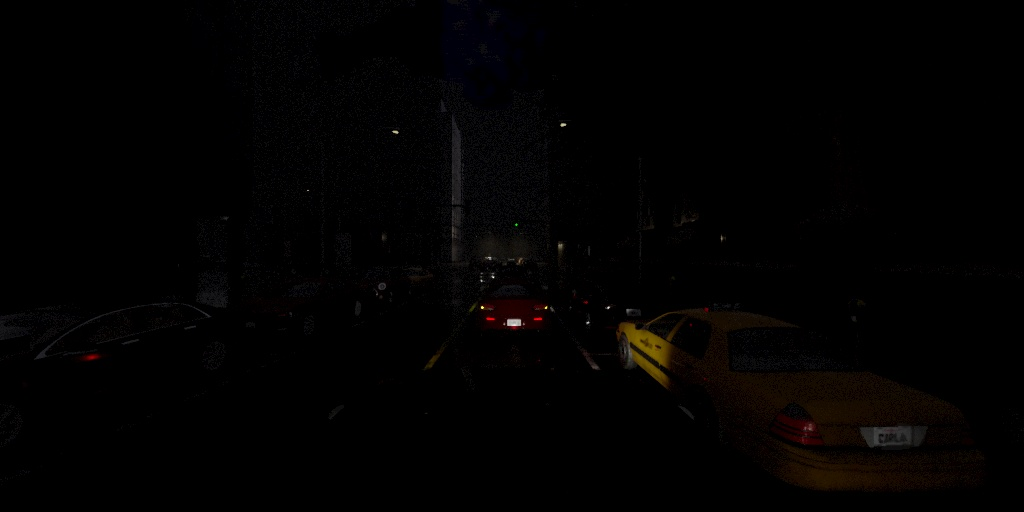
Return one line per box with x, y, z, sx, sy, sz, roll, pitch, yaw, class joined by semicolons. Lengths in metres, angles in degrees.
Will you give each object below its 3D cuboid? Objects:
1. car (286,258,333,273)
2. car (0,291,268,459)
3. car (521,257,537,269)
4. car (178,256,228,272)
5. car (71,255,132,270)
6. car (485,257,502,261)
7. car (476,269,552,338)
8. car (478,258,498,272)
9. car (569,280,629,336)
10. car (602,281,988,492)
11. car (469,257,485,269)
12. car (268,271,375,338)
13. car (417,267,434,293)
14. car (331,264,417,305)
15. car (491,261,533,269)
-17.858;0.937;32.540;4.892;1.490;1.837;1;0;0;car
-5.765;1.300;4.726;2.007;1.370;4.403;0;0;0;car
2.702;1.202;53.077;1.967;1.591;4.097;0;0;0;car
-27.357;0.752;32.511;4.892;1.490;1.837;1;0;0;car
-37.280;0.622;32.486;4.181;1.385;1.994;1;0;-1;car
-3.152;1.328;57.882;1.994;1.385;4.181;0;0;0;car
0.061;1.276;10.072;1.812;1.442;4.674;0;0;0;car
-3.153;1.286;47.915;1.812;1.442;4.674;0;0;0;car
2.754;1.316;10.195;1.948;1.339;4.313;0;0;0;car
2.760;1.275;4.908;1.751;1.417;4.829;0;0;0;car
-5.830;1.079;58.504;2.192;1.841;5.009;0;0;0;car
-5.772;1.295;10.183;1.888;1.381;4.507;0;0;0;car
-5.785;1.277;20.926;1.751;1.417;4.829;0;0;0;car
-5.778;1.191;15.640;1.967;1.591;4.097;0;0;0;car
0.014;1.258;20.132;1.837;1.490;4.892;0;0;1;car
